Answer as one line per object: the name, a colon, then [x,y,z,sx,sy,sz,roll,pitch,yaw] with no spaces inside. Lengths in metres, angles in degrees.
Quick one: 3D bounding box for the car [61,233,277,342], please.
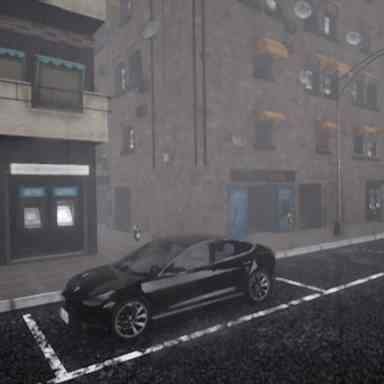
car: [-0.205,1.523,6.429,4.313,1.339,1.947,-1,0,-36]
